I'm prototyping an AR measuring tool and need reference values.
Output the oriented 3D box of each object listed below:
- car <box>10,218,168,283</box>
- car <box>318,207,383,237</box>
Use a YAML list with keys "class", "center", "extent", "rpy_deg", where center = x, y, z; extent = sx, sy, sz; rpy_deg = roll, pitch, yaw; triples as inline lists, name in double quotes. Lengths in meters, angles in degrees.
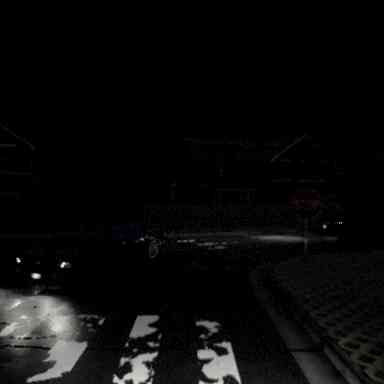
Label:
- class: "car"
  center: [-2.588, 1.531, 10.066]
  extent: [2.033, 1.411, 5.357]
  rpy_deg: [0, 0, 22]
- class: "car"
  center: [9.397, 1.616, 18.631]
  extent: [4.902, 1.511, 2.128]
  rpy_deg: [1, 0, -20]
